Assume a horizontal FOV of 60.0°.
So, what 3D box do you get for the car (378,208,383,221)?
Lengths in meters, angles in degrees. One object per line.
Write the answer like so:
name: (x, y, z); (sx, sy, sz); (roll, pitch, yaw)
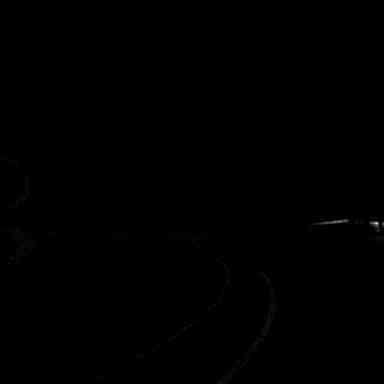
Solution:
car: (18.561, 1.831, 29.939); (4.892, 1.490, 1.837); (0, -1, -37)
